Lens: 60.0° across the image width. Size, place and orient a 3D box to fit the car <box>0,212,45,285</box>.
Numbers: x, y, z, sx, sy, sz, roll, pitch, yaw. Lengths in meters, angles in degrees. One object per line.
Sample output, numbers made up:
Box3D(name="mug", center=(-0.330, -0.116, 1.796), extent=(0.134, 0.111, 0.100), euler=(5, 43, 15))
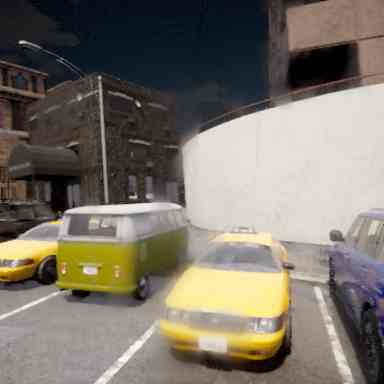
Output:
Box3D(name="car", center=(-3.907, 1.522, 9.996), extent=(1.946, 1.575, 5.366), euler=(0, -1, 16))

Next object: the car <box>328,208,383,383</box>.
Box3D(name="car", center=(3.466, 1.247, 4.987), extent=(2.435, 2.045, 5.566), euler=(0, -1, 16))

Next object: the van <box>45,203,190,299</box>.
Box3D(name="van", center=(-1.389, 1.291, 8.551), extent=(1.878, 1.987, 4.442), euler=(0, -1, 16))

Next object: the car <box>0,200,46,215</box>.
Box3D(name="car", center=(-6.287, 1.295, 11.946), extent=(2.435, 2.045, 5.566), euler=(0, -1, 16))

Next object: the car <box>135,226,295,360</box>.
Box3D(name="car", center=(0.972, 1.500, 6.517), extent=(1.946, 1.575, 5.366), euler=(0, -1, 16))
